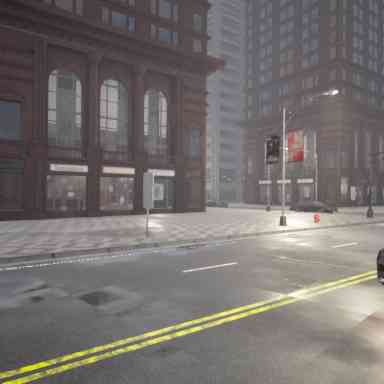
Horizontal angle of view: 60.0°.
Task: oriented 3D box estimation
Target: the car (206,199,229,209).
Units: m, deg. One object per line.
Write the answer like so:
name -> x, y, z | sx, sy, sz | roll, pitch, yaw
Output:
car -> 3.710, 1.819, 50.976 | 1.994, 1.385, 4.181 | 1, -1, -35

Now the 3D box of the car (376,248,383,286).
car -> 6.261, 1.516, 7.904 | 4.892, 1.490, 1.837 | 0, 0, -35

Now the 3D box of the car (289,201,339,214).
car -> 13.497, 1.725, 37.222 | 2.033, 1.411, 5.357 | 1, -1, -35
